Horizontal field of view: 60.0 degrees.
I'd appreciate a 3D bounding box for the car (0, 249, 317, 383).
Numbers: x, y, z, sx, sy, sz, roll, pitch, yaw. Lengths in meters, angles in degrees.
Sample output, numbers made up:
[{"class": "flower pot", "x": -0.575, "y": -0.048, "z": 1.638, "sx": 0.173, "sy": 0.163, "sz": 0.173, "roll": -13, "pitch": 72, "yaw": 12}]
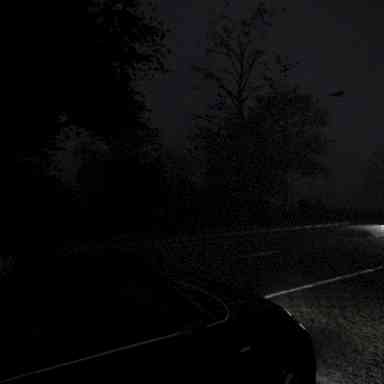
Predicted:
[{"class": "car", "x": -0.897, "y": 1.351, "z": 3.066, "sx": 4.553, "sy": 1.767, "sz": 2.097, "roll": 0, "pitch": 0, "yaw": -35}]
